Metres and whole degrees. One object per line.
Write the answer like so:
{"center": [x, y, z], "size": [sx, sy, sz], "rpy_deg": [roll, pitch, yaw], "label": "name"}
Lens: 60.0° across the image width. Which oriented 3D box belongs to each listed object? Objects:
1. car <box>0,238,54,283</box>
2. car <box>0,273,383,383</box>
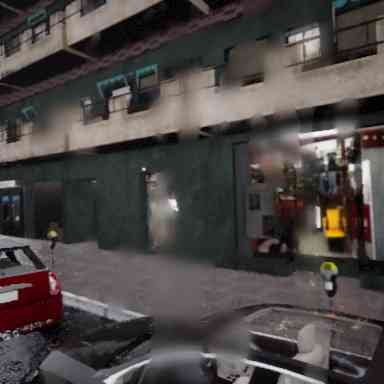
{"center": [-4.077, 1.460, 5.663], "size": [4.097, 1.590, 1.967], "rpy_deg": [0, -2, 36], "label": "car"}
{"center": [0.533, 1.554, 2.371], "size": [4.403, 1.369, 2.008], "rpy_deg": [0, -2, 36], "label": "car"}
